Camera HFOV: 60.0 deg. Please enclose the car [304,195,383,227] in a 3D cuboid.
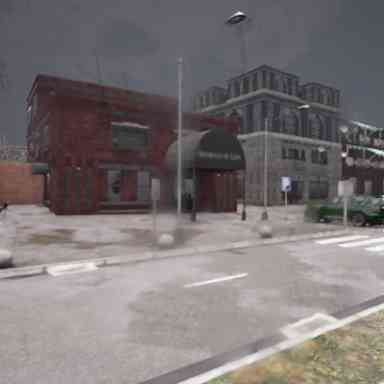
[{"bbox_3d":[10.562,1.234,23.030,2.435,2.045,5.566,0,0,-35],"label":"car"}]
